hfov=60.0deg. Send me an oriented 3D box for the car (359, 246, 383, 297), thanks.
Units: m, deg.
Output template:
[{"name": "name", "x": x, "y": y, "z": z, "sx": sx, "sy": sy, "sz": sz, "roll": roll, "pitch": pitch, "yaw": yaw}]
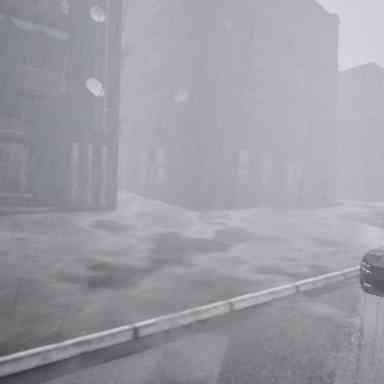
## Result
[{"name": "car", "x": 5.773, "y": 1.473, "z": 7.587, "sx": 5.008, "sy": 1.535, "sz": 1.882, "roll": 0, "pitch": 0, "yaw": -36}]
